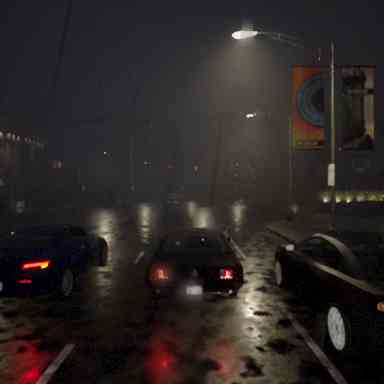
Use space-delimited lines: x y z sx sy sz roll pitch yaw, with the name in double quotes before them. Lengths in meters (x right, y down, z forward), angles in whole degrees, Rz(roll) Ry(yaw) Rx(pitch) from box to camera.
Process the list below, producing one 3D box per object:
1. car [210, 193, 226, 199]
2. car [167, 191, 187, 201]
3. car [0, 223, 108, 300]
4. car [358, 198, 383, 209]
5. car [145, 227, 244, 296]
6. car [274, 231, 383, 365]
"car" 6.506 0.982 82.130 4.674 1.442 1.812 0 1 -43
"car" -3.010 0.768 68.835 2.150 2.045 5.566 0 1 26
"car" -3.440 1.471 8.128 1.812 1.442 4.674 0 0 0
"car" 22.805 1.335 40.225 4.718 1.301 1.895 0 0 0
"car" 0.063 1.544 8.455 1.895 1.301 4.718 0 0 0
"car" 2.900 1.439 5.991 2.097 1.535 5.008 0 0 0
